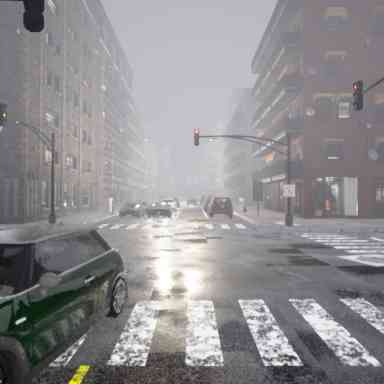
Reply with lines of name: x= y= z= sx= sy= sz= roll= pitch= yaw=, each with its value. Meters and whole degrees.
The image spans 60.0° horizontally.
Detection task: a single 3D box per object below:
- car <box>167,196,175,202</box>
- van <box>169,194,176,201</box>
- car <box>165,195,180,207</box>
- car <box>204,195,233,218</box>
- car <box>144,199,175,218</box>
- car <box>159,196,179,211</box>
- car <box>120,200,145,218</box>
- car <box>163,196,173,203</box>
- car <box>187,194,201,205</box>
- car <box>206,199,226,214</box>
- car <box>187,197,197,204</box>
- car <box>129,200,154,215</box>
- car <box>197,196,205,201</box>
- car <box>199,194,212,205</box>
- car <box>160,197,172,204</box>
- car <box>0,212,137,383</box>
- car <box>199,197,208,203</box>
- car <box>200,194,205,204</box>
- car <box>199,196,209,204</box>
car: x=-5.390 y=1.765 z=85.760 sx=2.008 sy=1.369 sz=4.403 roll=1 pitch=0 yaw=0
van: x=-5.392 y=1.590 z=91.325 sx=1.690 sy=1.788 sz=3.998 roll=1 pitch=0 yaw=0
car: x=-2.809 y=1.566 z=50.463 sx=1.812 sy=1.442 sz=4.674 roll=0 pitch=0 yaw=0
car: x=2.555 y=1.327 z=30.190 sx=2.192 sy=1.841 sz=5.009 roll=1 pitch=0 yaw=0
car: x=-2.873 y=1.576 z=30.371 sx=1.994 sy=1.385 sz=4.181 roll=0 pitch=0 yaw=0
car: x=-2.867 y=1.546 z=40.261 sx=1.812 sy=1.442 sz=4.674 roll=0 pitch=0 yaw=0
car: x=-5.329 y=1.578 z=30.136 sx=1.947 sy=1.339 sz=4.313 roll=1 pitch=0 yaw=0
car: x=-5.377 y=1.672 z=74.461 sx=1.752 sy=1.417 sz=4.829 roll=1 pitch=0 yaw=0
car: x=0.040 y=1.566 z=60.150 sx=2.128 sy=1.511 sz=4.902 roll=0 pitch=0 yaw=0
car: x=2.546 y=1.541 z=35.919 sx=1.752 sy=1.417 sz=4.829 roll=1 pitch=0 yaw=0
car: x=-0.008 y=1.686 z=70.385 sx=1.994 sy=1.385 sz=4.181 roll=0 pitch=0 yaw=0
car: x=-5.335 y=1.581 z=35.697 sx=1.947 sy=1.339 sz=4.313 roll=1 pitch=0 yaw=0
car: x=2.484 y=1.815 z=91.364 sx=1.947 sy=1.339 sz=4.313 roll=1 pitch=0 yaw=0
car: x=2.517 y=1.403 z=63.549 sx=2.192 sy=1.841 sz=5.009 roll=1 pitch=0 yaw=0
car: x=-5.372 y=1.668 z=69.069 sx=2.008 sy=1.369 sz=4.403 roll=1 pitch=0 yaw=0
car: x=-2.588 y=1.348 z=4.561 sx=2.097 sy=1.767 sz=4.553 roll=0 pitch=0 yaw=10
car: x=2.501 y=1.730 z=74.672 sx=1.802 sy=1.307 sz=4.206 roll=1 pitch=0 yaw=0
car: x=2.543 y=1.336 z=41.315 sx=2.192 sy=1.841 sz=5.009 roll=1 pitch=0 yaw=0
car: x=2.509 y=1.557 z=69.112 sx=1.967 sy=1.590 sz=4.097 roll=1 pitch=0 yaw=0
